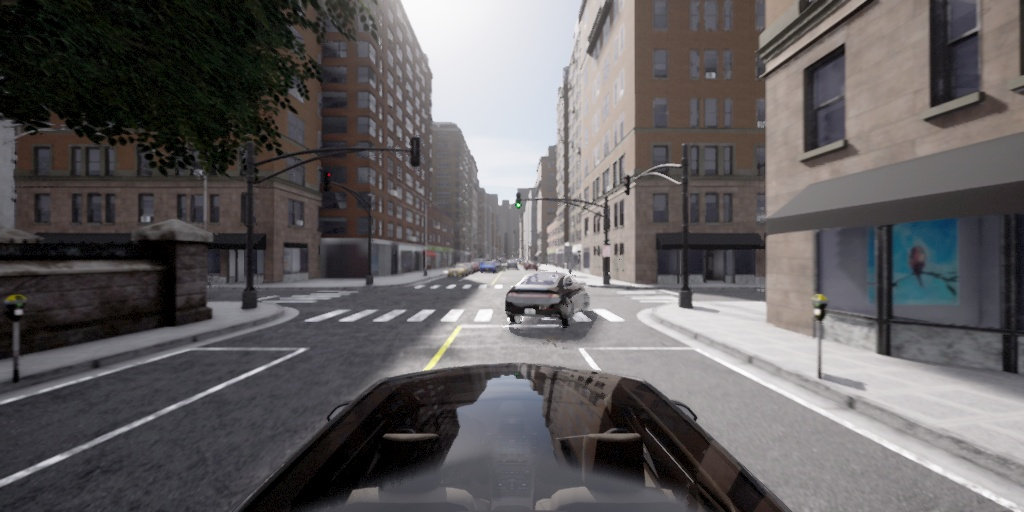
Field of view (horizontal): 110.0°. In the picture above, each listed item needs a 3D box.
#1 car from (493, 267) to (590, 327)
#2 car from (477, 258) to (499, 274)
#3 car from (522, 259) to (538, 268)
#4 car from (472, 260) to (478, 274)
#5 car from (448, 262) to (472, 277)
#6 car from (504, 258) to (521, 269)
[{"bbox_3d":[1.314,1.289,11.920,2.128,1.511,4.902,0,0,20],"label":"car"},{"bbox_3d":[-3.046,1.433,46.363,1.882,1.535,5.008,0,0,0],"label":"car"},{"bbox_3d":[2.902,1.436,54.151,1.967,1.591,4.097,0,0,0],"label":"car"},{"bbox_3d":[-5.632,1.490,43.221,2.007,1.370,4.403,0,0,0],"label":"car"},{"bbox_3d":[-5.637,1.439,37.601,1.751,1.417,4.829,0,0,0],"label":"car"},{"bbox_3d":[0.099,1.529,61.903,2.128,1.511,4.902,0,0,1],"label":"car"}]
